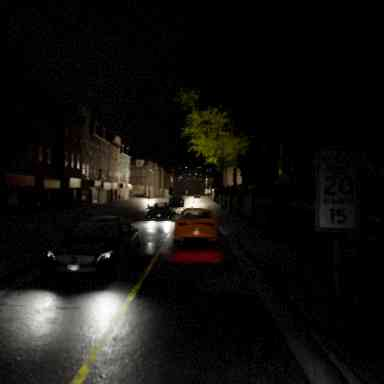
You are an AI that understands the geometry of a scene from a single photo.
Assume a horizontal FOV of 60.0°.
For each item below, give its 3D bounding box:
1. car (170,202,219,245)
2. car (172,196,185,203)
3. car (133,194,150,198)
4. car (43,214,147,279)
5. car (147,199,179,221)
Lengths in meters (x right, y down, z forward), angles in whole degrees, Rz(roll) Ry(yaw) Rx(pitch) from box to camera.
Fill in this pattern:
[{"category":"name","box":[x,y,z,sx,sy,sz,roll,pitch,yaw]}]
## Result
[{"category":"car","box":[0.218,1.483,15.782,1.882,1.535,5.008,1,0,1]},{"category":"car","box":[-2.060,1.371,46.113,2.097,1.767,4.553,1,0,1]},{"category":"car","box":[-13.679,1.120,89.981,4.313,1.339,1.947,1,-1,1]},{"category":"car","box":[-2.719,1.496,10.068,1.812,1.442,4.674,1,0,1]},{"category":"car","box":[-2.431,1.533,26.690,1.994,1.385,4.181,1,0,1]}]
